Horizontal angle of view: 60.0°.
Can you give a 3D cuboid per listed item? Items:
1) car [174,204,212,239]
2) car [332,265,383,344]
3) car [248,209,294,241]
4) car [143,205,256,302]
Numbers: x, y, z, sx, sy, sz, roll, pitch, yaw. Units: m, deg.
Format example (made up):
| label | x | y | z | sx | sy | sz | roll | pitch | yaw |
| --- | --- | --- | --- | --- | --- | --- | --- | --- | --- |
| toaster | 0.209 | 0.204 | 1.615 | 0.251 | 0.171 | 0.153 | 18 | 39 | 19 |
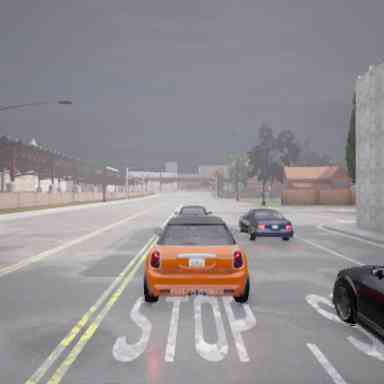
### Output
| label | x | y | z | sx | sy | sz | roll | pitch | yaw |
| --- | --- | --- | --- | --- | --- | --- | --- | --- | --- |
| car | 0.066 | 1.510 | 18.578 | 1.837 | 1.490 | 4.892 | 0 | 0 | 0 |
| car | 3.595 | 1.565 | 4.496 | 1.994 | 1.385 | 4.181 | 0 | 0 | 0 |
| car | 3.568 | 1.550 | 16.801 | 2.033 | 1.411 | 5.357 | 0 | 0 | 0 |
| car | 0.085 | 1.353 | 8.409 | 2.097 | 1.767 | 4.553 | 0 | 0 | 0 |
